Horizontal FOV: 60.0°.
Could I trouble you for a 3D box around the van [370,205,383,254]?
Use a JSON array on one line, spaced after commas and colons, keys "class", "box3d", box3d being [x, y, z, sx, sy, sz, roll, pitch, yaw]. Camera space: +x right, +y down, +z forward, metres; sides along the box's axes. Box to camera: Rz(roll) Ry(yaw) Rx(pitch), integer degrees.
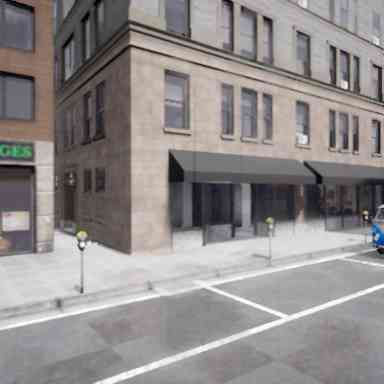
[{"class": "van", "box3d": [8.025, 1.285, 11.901, 3.998, 1.788, 1.690, 0, 0, -35]}]
